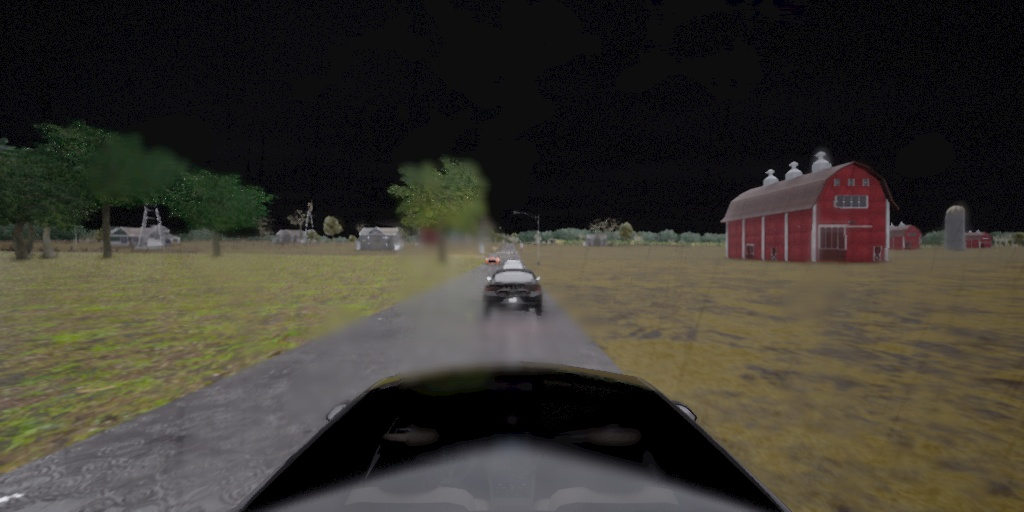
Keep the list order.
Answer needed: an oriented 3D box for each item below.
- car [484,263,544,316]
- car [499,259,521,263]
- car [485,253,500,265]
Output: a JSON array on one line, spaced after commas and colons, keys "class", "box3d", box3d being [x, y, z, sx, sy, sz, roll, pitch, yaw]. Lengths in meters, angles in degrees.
[{"class": "car", "box3d": [0.072, 1.167, 13.049, 1.882, 1.535, 5.008, 0, 0, 0]}, {"class": "car", "box3d": [0.088, 1.085, 29.787, 1.812, 1.442, 4.674, 0, 1, 0]}, {"class": "car", "box3d": [-2.794, 0.405, 53.127, 2.097, 1.767, 4.553, 0, 2, 0]}]
